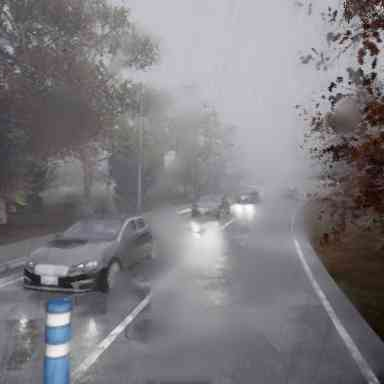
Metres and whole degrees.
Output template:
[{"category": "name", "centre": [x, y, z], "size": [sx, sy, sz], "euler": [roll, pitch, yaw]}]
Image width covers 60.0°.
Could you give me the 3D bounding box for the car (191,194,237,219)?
[{"category": "car", "centre": [1.379, 0.888, 22.529], "size": [2.128, 1.511, 4.902], "euler": [0, 2, 18]}]

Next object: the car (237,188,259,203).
[{"category": "car", "centre": [5.979, 0.351, 35.649], "size": [2.128, 1.511, 4.902], "euler": [0, 2, 21]}]

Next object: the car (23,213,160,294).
[{"category": "car", "centre": [-2.237, 1.362, 8.734], "size": [2.128, 1.511, 4.902], "euler": [1, 1, 11]}]

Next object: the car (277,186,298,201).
[{"category": "car", "centre": [11.160, 0.196, 39.326], "size": [1.812, 1.442, 4.674], "euler": [0, 2, 20]}]
